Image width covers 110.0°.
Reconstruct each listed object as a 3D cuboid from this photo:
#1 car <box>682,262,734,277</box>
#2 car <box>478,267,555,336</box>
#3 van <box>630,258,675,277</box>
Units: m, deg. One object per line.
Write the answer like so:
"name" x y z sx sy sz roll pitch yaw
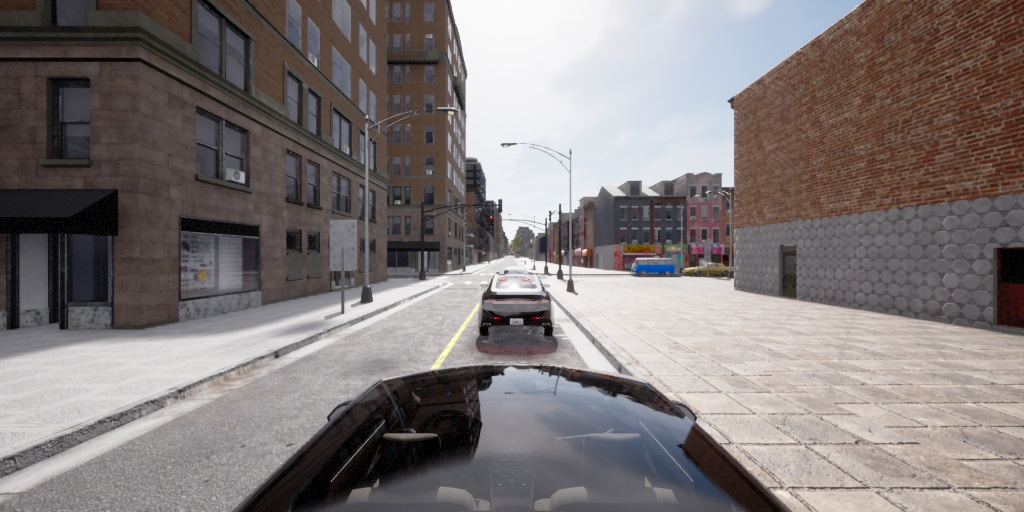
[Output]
"car" 19.206 1.267 35.060 4.829 1.417 1.751 0 0 0
"car" 0.105 1.241 10.370 2.128 1.511 4.902 0 0 0
"van" 13.764 1.087 35.073 3.998 1.789 1.690 0 0 0
